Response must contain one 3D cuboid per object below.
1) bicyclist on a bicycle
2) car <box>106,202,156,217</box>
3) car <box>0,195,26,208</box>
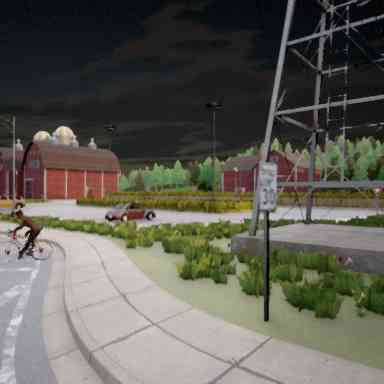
[{"bbox_3d":[-5.291,1.402,10.526,1.656,1.620,0.582,0,-1,-17],"label":"bicyclist on a bicycle"},{"bbox_3d":[-4.637,1.498,25.422,1.784,1.438,3.905,0,0,39],"label":"car"},{"bbox_3d":[-22.256,1.253,39.383,1.932,1.855,4.605,0,0,39],"label":"car"}]
